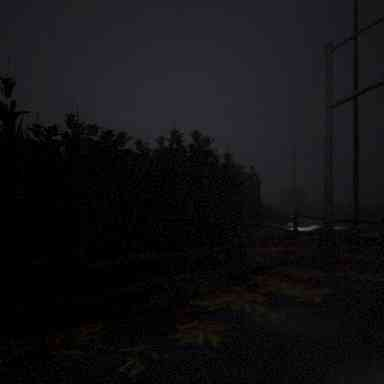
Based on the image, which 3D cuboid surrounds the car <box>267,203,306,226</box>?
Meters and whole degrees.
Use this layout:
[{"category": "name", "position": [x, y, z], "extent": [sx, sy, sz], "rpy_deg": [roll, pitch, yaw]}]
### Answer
[{"category": "car", "position": [5.721, 1.513, 23.433], "extent": [1.812, 1.442, 4.674], "rpy_deg": [0, 0, -36]}]

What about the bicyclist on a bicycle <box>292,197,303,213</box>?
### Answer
[{"category": "bicyclist on a bicycle", "position": [9.731, 1.283, 30.713], "extent": [1.656, 1.620, 0.582], "rpy_deg": [0, 0, -36]}]

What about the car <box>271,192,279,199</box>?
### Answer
[{"category": "car", "position": [22.048, 1.069, 88.703], "extent": [1.905, 1.878, 3.866], "rpy_deg": [6, 3, 11]}]
